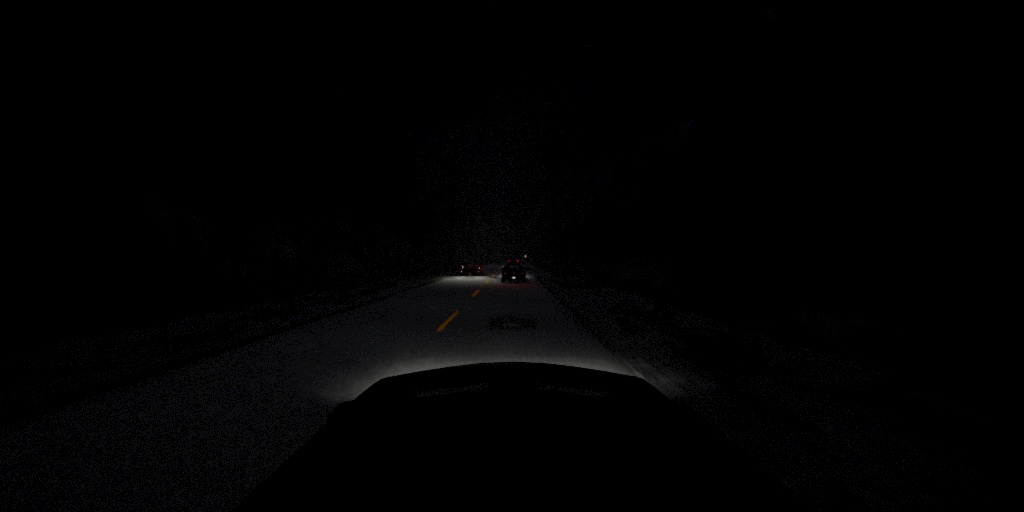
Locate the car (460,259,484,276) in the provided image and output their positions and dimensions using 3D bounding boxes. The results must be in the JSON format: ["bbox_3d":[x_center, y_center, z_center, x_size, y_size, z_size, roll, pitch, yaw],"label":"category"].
[{"bbox_3d":[-4.015,1.101,36.494,2.097,1.767,4.553,0,0,0],"label":"car"}]

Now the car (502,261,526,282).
[{"bbox_3d":[0.145,1.351,29.386,1.895,1.301,4.718,0,0,0],"label":"car"}]

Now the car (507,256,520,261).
[{"bbox_3d":[0.247,0.973,62.765,2.150,2.045,5.566,0,0,0],"label":"car"}]
